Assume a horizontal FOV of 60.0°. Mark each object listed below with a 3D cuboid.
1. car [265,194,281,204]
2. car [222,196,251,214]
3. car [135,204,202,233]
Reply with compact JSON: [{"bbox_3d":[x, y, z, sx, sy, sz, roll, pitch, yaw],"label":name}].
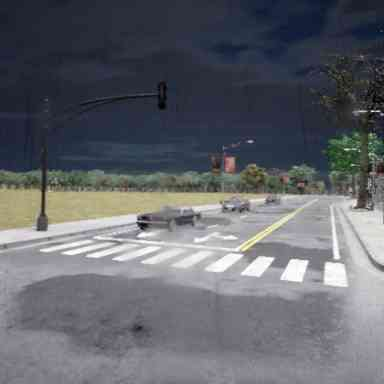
[{"bbox_3d":[12.370,1.051,50.441,1.837,1.490,4.892,1,0,23],"label":"car"},{"bbox_3d":[4.213,1.139,31.008,2.128,1.511,4.902,1,1,23],"label":"car"},{"bbox_3d":[-1.129,1.339,18.147,1.895,1.301,4.718,1,1,23],"label":"car"}]
